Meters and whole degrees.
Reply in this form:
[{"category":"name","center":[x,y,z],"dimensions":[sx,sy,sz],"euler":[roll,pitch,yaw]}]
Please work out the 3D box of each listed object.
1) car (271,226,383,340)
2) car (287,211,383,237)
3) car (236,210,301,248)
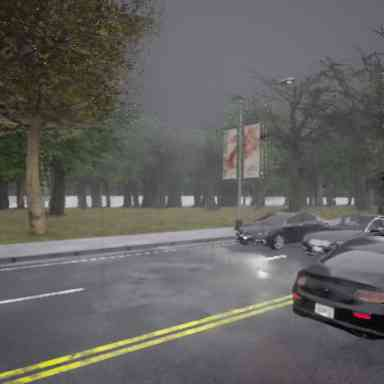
[{"category":"car","center":[3.788,1.561,6.145],"dimensions":[4.674,1.442,1.812],"euler":[0,0,-36]},{"category":"car","center":[5.961,1.558,11.930],"dimensions":[4.902,1.511,2.128],"euler":[0,0,-35]},{"category":"car","center":[4.074,1.571,14.575],"dimensions":[4.892,1.490,1.837],"euler":[0,0,-35]}]
